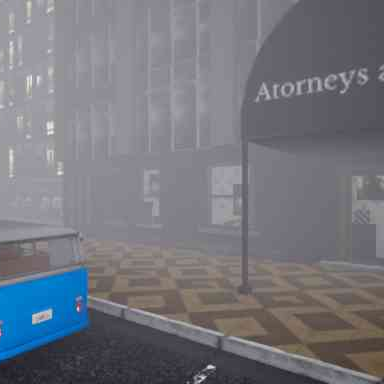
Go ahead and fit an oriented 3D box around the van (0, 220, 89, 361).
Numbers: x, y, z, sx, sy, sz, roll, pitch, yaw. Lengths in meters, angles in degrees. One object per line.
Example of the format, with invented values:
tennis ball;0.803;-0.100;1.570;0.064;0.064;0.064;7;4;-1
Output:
van;-3.405;1.341;5.287;3.998;1.788;1.690;0;0;35
